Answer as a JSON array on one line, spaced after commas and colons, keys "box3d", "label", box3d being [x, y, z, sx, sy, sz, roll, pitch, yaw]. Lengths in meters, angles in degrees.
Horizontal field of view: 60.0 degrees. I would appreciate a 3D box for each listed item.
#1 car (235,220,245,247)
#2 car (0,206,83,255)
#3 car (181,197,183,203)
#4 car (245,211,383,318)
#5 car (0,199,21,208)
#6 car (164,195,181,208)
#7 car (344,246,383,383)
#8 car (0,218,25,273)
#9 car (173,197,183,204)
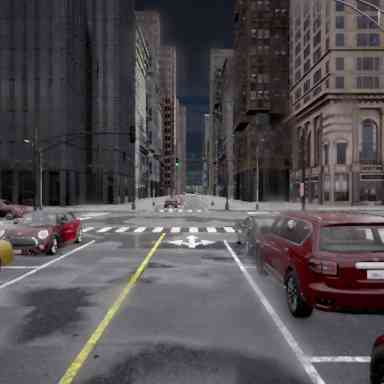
[{"box3d": [2.755, 1.558, 12.972, 2.008, 1.369, 4.403, 0, 0, 0], "label": "car"}, {"box3d": [-5.771, 1.448, 12.968, 1.967, 1.590, 4.097, 0, 0, 0], "label": "car"}, {"box3d": [-2.950, 1.393, 58.368, 2.097, 1.767, 4.553, 0, 0, 0], "label": "car"}, {"box3d": [2.756, 1.319, 7.370, 2.192, 1.841, 5.009, 0, 0, 0], "label": "car"}, {"box3d": [-16.347, 1.418, 28.361, 4.553, 1.767, 2.097, 0, 0, 0], "label": "car"}, {"box3d": [-2.995, 1.580, 48.245, 2.033, 1.411, 5.357, 0, 0, -1], "label": "car"}, {"box3d": [2.758, 1.441, 1.768, 1.967, 1.590, 4.097, 0, 0, 0], "label": "car"}, {"box3d": [-5.768, 1.530, 7.196, 1.752, 1.417, 4.829, 0, 0, 0], "label": "car"}, {"box3d": [-2.867, 1.652, 68.559, 1.895, 1.301, 4.718, 0, 0, 1], "label": "car"}]
